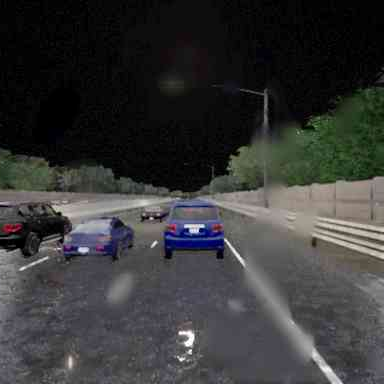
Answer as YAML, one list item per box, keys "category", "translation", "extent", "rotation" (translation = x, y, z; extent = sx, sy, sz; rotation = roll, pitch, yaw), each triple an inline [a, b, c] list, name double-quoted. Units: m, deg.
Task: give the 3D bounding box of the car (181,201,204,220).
- category: "car"
  translation: [0.037, 1.798, 33.291]
  extent: [2.097, 1.767, 4.553]
  rotation: [0, -1, 0]

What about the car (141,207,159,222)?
- category: "car"
  translation: [-3.459, 2.010, 30.654]
  extent: [1.895, 1.301, 4.718]
  rotation: [0, -1, 0]

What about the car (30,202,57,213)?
- category: "car"
  translation: [-21.167, 2.225, 47.531]
  extent: [1.994, 1.385, 4.181]
  rotation: [0, -1, 0]

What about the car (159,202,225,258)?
- category: "car"
  translation: [0.075, 1.399, 13.684]
  extent: [2.150, 2.045, 5.566]
  rotation: [0, 0, 0]

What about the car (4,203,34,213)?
- category: "car"
  translation: [-24.667, 2.264, 47.601]
  extent: [1.895, 1.301, 4.718]
  rotation: [0, -1, 0]

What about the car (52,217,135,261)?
- category: "car"
  translation: [-3.426, 1.690, 12.797]
  extent: [1.812, 1.442, 4.674]
  rotation: [0, -1, 0]

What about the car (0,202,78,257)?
- category: "car"
  translation: [-6.924, 1.401, 13.842]
  extent: [2.150, 2.045, 5.566]
  rotation: [0, -1, 0]

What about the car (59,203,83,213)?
- category: "car"
  translation: [-17.663, 2.282, 48.809]
  extent: [1.895, 1.301, 4.718]
  rotation: [0, -1, 0]
